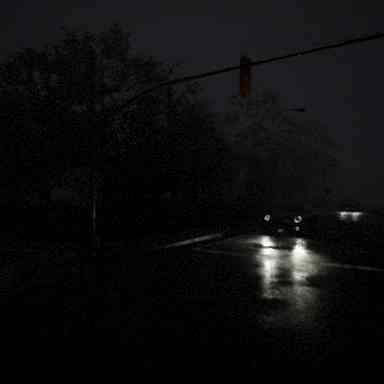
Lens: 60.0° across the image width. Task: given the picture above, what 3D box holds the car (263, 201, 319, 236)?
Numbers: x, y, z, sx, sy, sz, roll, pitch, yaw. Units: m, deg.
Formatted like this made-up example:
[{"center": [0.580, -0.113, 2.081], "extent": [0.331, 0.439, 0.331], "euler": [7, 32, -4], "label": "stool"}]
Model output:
[{"center": [5.573, 1.349, 18.489], "extent": [2.097, 1.767, 4.553], "euler": [0, 0, 32], "label": "car"}]

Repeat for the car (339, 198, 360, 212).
[{"center": [18.683, 1.472, 39.260], "extent": [2.033, 1.411, 5.357], "euler": [0, 0, 32], "label": "car"}]
